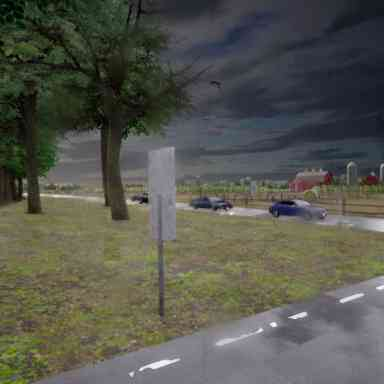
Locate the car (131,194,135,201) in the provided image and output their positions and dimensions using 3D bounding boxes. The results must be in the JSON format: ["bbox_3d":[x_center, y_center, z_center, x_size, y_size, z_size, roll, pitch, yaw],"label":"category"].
[{"bbox_3d":[-8.066,0.806,52.362,1.994,1.385,4.181,-1,1,-35],"label":"car"}]

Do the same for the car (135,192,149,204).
[{"bbox_3d":[-5.081,0.759,43.269,2.097,1.767,4.553,-1,1,-36],"label":"car"}]

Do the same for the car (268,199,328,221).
[{"bbox_3d":[7.903,1.274,25.233,1.812,1.442,4.674,-1,2,-35],"label":"car"}]

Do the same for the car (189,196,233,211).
[{"bbox_3d":[1.802,1.126,33.712,2.033,1.411,5.357,-1,2,-36],"label":"car"}]
